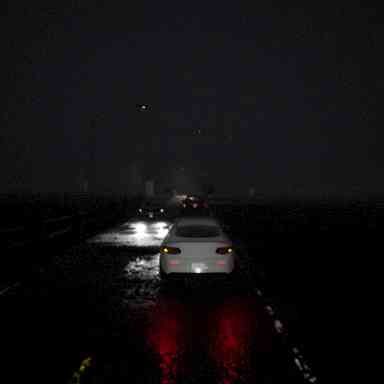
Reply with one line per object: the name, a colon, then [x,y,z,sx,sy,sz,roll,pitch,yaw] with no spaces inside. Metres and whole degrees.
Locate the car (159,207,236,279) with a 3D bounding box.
car: [0.134,1.399,9.485,1.812,1.442,4.674,0,1,0]

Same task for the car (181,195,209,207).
car: [0.236,1.001,26.271,2.097,1.767,4.553,0,1,1]

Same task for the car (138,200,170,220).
car: [-2.705,1.276,24.331,1.895,1.301,4.718,0,1,0]
